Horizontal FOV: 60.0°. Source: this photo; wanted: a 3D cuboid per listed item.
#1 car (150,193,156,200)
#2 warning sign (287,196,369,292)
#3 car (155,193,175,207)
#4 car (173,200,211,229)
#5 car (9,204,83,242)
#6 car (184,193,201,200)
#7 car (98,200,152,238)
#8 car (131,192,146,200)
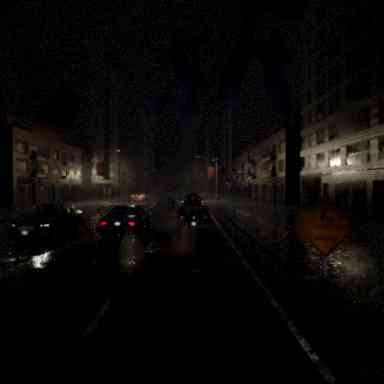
[{"bbox_3d":[-6.559,0.920,60.995,1.994,1.385,4.181,0,1,1],"label":"car"},{"bbox_3d":[2.849,1.037,7.119,1.300,1.860,1.060,0,1,0],"label":"warning sign"},{"bbox_3d":[-3.174,1.119,42.002,1.994,1.385,4.181,0,1,0],"label":"car"},{"bbox_3d":[0.091,1.386,20.026,1.895,1.301,4.718,0,1,0],"label":"car"},{"bbox_3d":[-6.596,1.324,15.557,2.128,1.511,4.902,0,1,0],"label":"car"},{"bbox_3d":[0.075,0.907,41.878,2.097,1.767,4.553,0,0,0],"label":"car"},{"bbox_3d":[-3.160,1.369,16.586,2.033,1.411,5.357,0,1,0],"label":"car"},{"bbox_3d":[-9.809,0.710,61.036,2.097,1.767,4.553,0,1,0],"label":"car"}]
